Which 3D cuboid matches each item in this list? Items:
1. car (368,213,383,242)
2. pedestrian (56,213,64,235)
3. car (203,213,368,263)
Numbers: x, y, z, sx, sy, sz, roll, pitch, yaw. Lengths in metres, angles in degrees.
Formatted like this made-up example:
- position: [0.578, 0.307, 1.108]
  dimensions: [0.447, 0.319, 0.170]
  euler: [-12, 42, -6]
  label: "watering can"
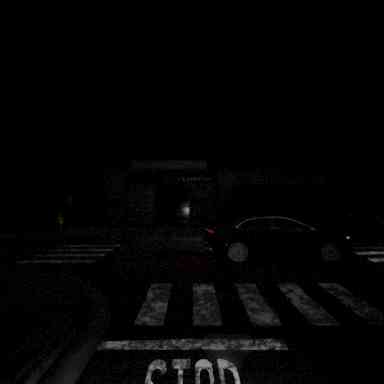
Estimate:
- position: [6.802, 1.560, 14.136]
  dimensions: [4.718, 1.301, 1.895]
  euler: [-1, -1, 0]
  label: "car"
- position: [-6.796, 1.667, 17.124]
  dimensions: [0.500, 1.100, 0.500]
  euler: [0, 0, 0]
  label: "pedestrian"
- position: [2.828, 1.459, 11.189]
  dimensions: [4.902, 1.511, 2.128]
  euler: [0, 0, 0]
  label: "car"
